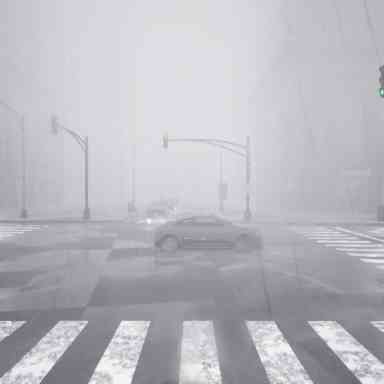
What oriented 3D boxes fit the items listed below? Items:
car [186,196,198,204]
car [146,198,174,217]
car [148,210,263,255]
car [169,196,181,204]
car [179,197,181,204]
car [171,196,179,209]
[{"bbox_3d":[-0.021,1.514,62.620,1.812,1.442,4.674,0,0,0],"label":"car"},{"bbox_3d":[-3.123,1.540,31.290,2.033,1.411,5.357,0,0,0],"label":"car"},{"bbox_3d":[0.600,1.554,12.866,4.181,1.385,1.994,0,0,0],"label":"car"},{"bbox_3d":[-3.068,1.466,61.938,1.882,1.535,5.008,0,0,1],"label":"car"},{"bbox_3d":[-3.115,1.553,51.446,1.994,1.385,4.181,0,0,1],"label":"car"},{"bbox_3d":[-3.128,1.538,41.363,2.033,1.411,5.357,0,0,0],"label":"car"}]
